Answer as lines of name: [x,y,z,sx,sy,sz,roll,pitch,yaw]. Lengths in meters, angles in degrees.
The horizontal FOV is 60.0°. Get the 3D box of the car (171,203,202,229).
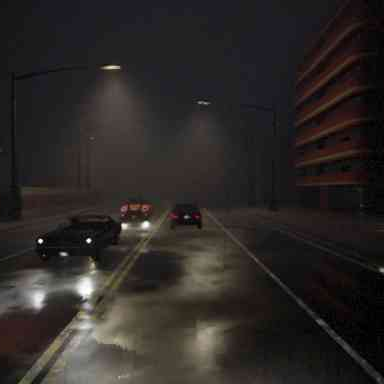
car: [-0.362,1.410,20.697,2.033,1.411,5.357,0,0,-1]

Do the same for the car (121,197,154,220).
car: [-4.183,1.192,25.871,2.097,1.767,4.553,0,0,-1]

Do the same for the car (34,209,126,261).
car: [-3.864,1.532,12.116,1.895,1.301,4.718,0,0,-1]
